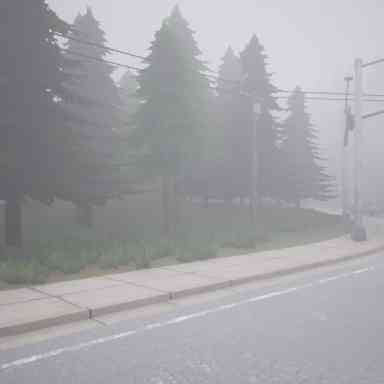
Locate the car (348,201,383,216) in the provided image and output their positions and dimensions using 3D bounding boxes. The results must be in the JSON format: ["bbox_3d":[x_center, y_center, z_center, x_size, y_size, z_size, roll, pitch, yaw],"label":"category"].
[{"bbox_3d":[17.269,1.601,32.381,1.895,1.301,4.718,0,0,-5],"label":"car"}]

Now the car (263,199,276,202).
[{"bbox_3d":[12.152,1.547,47.150,2.033,1.411,5.357,0,0,-35],"label":"car"}]
